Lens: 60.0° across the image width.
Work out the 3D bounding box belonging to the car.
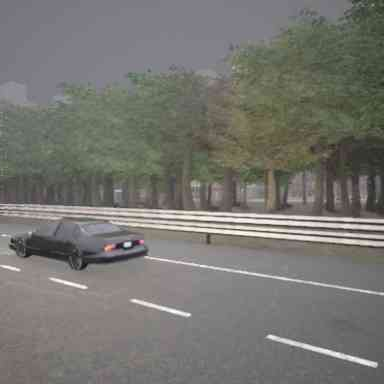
[{"bbox_3d":[-3.882,1.550,10.949,5.357,1.411,2.033,0,0,35],"label":"car"}]
